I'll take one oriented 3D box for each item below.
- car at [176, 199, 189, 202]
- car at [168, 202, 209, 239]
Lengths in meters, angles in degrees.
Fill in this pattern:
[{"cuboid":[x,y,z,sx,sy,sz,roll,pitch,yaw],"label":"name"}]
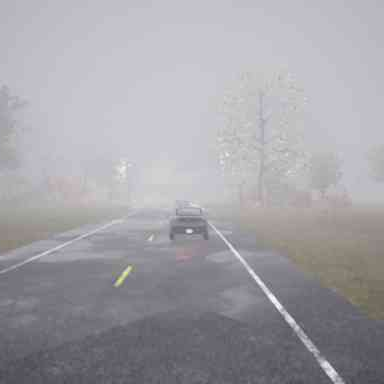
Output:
[{"cuboid":[-1.027,1.520,36.546,2.033,1.411,5.357,0,0,-3],"label":"car"},{"cuboid":[-0.188,1.496,17.288,1.837,1.490,4.892,0,0,-2],"label":"car"}]
